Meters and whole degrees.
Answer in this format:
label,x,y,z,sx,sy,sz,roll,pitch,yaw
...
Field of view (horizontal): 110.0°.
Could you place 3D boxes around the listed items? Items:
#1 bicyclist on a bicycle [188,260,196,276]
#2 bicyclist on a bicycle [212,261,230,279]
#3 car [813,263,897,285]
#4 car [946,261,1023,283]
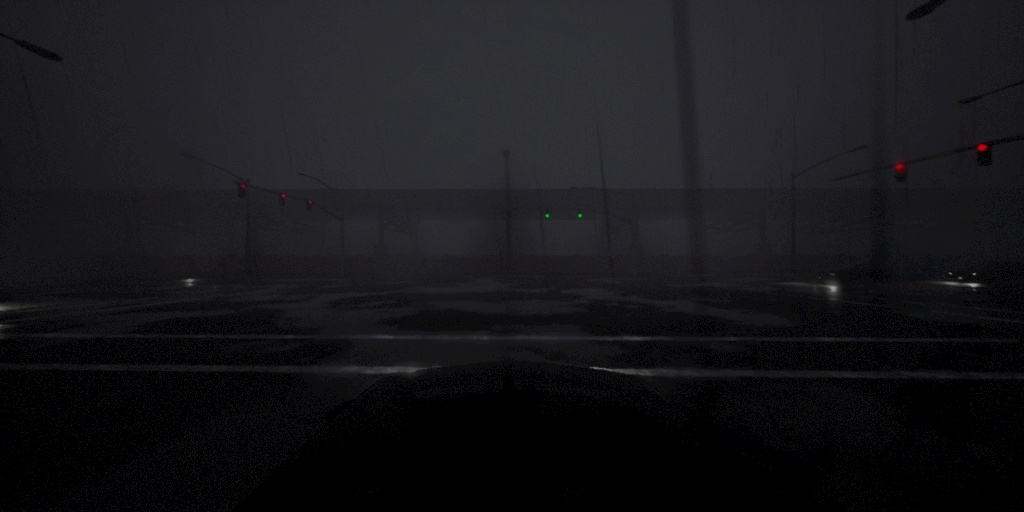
label,x,y,z,sx,sy,sz,roll,pitch,yaw
bicyclist on a bicycle,-31.577,1.186,35.393,0.582,1.620,1.656,0,0,-33
bicyclist on a bicycle,-27.026,1.326,33.300,0.582,1.620,1.656,0,0,14
car,23.516,1.179,24.631,4.674,1.442,1.812,-1,0,2
car,33.191,1.075,24.359,5.357,1.411,2.033,-1,0,2
